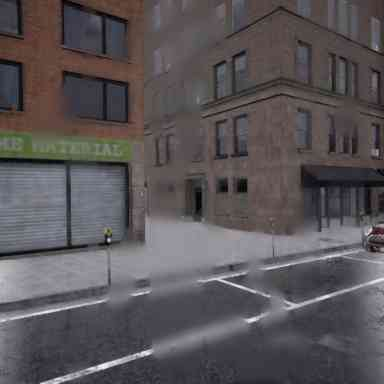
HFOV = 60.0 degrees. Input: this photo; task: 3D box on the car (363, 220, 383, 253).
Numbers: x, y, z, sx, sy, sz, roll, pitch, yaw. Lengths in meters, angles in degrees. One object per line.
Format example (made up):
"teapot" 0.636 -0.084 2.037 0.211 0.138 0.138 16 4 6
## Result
"car" 8.157 1.439 12.428 4.097 1.590 1.967 0 -1 -35
